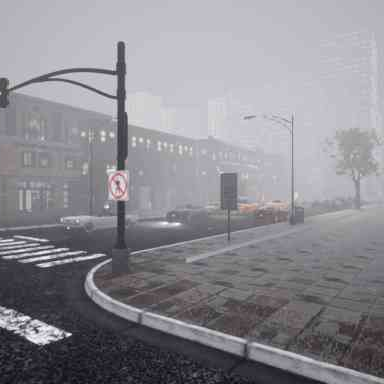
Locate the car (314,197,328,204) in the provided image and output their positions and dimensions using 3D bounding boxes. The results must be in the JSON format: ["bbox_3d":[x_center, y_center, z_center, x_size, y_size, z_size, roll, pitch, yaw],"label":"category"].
[{"bbox_3d":[28.219,1.828,72.579,1.967,1.590,4.097,0,-1,35],"label":"car"}]

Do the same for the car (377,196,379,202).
[{"bbox_3d":[41.431,2.037,76.801,1.802,1.307,4.206,0,-1,35],"label":"car"}]

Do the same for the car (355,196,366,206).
[{"bbox_3d":[28.720,1.642,58.721,2.192,1.841,5.009,0,-1,35],"label":"car"}]

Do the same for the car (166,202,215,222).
[{"bbox_3d":[-0.272,1.672,27.521,1.994,1.385,4.181,0,0,36],"label":"car"}]

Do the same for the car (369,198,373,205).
[{"bbox_3d":[35.076,1.971,67.759,1.802,1.307,4.206,0,-1,35],"label":"car"}]

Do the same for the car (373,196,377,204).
[{"bbox_3d":[38.352,1.948,72.420,1.752,1.417,4.829,0,-1,35],"label":"car"}]

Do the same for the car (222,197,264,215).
[{"bbox_3d":[5.539,1.507,35.783,2.097,1.767,4.553,0,0,35],"label":"car"}]

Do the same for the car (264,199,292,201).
[{"bbox_3d":[11.412,1.684,44.082,1.882,1.535,5.008,0,0,36],"label":"car"}]

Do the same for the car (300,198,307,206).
[{"bbox_3d":[18.686,1.846,59.016,2.008,1.369,4.403,0,-1,35],"label":"car"}]

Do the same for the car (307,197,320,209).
[{"bbox_3d":[19.336,1.749,49.864,2.128,1.511,4.902,0,0,35],"label":"car"}]

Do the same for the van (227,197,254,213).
[{"bbox_3d":[5.975,1.518,40.934,1.690,1.788,3.998,0,0,35],"label":"van"}]

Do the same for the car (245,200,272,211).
[{"bbox_3d":[9.153,1.756,45.454,2.008,1.369,4.403,0,0,35],"label":"car"}]

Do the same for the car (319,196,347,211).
[{"bbox_3d":[19.187,1.676,45.157,1.967,1.590,4.097,0,-1,35],"label":"car"}]

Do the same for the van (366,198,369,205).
[{"bbox_3d":[31.898,1.699,63.241,1.690,1.788,3.998,0,-1,35],"label":"van"}]

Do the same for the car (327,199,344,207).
[{"bbox_3d":[25.127,1.913,58.102,1.895,1.301,4.718,0,0,35],"label":"car"}]

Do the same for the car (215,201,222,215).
[{"bbox_3d":[2.699,1.674,36.273,1.752,1.417,4.829,0,0,35],"label":"car"}]

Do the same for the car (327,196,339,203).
[{"bbox_3d":[34.575,1.893,81.621,1.967,1.590,4.097,0,-1,35],"label":"car"}]

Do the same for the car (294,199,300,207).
[{"bbox_3d":[15.508,1.815,54.496,2.008,1.369,4.403,0,-1,35],"label":"car"}]

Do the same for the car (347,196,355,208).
[{"bbox_3d":[22.364,1.581,49.679,2.192,1.841,5.009,0,-1,35],"label":"car"}]

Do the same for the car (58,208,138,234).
[{"bbox_3d":[-5.525,1.668,20.063,1.895,1.301,4.718,0,0,35],"label":"car"}]

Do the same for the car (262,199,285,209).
[{"bbox_3d":[12.233,1.759,49.836,1.752,1.417,4.829,0,-1,35],"label":"car"}]

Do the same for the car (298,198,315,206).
[{"bbox_3d":[21.864,1.876,63.538,2.008,1.369,4.403,0,-1,35],"label":"car"}]

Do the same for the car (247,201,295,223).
[{"bbox_3d":[6.519,1.670,27.044,1.887,1.381,4.507,0,0,35],"label":"car"}]
